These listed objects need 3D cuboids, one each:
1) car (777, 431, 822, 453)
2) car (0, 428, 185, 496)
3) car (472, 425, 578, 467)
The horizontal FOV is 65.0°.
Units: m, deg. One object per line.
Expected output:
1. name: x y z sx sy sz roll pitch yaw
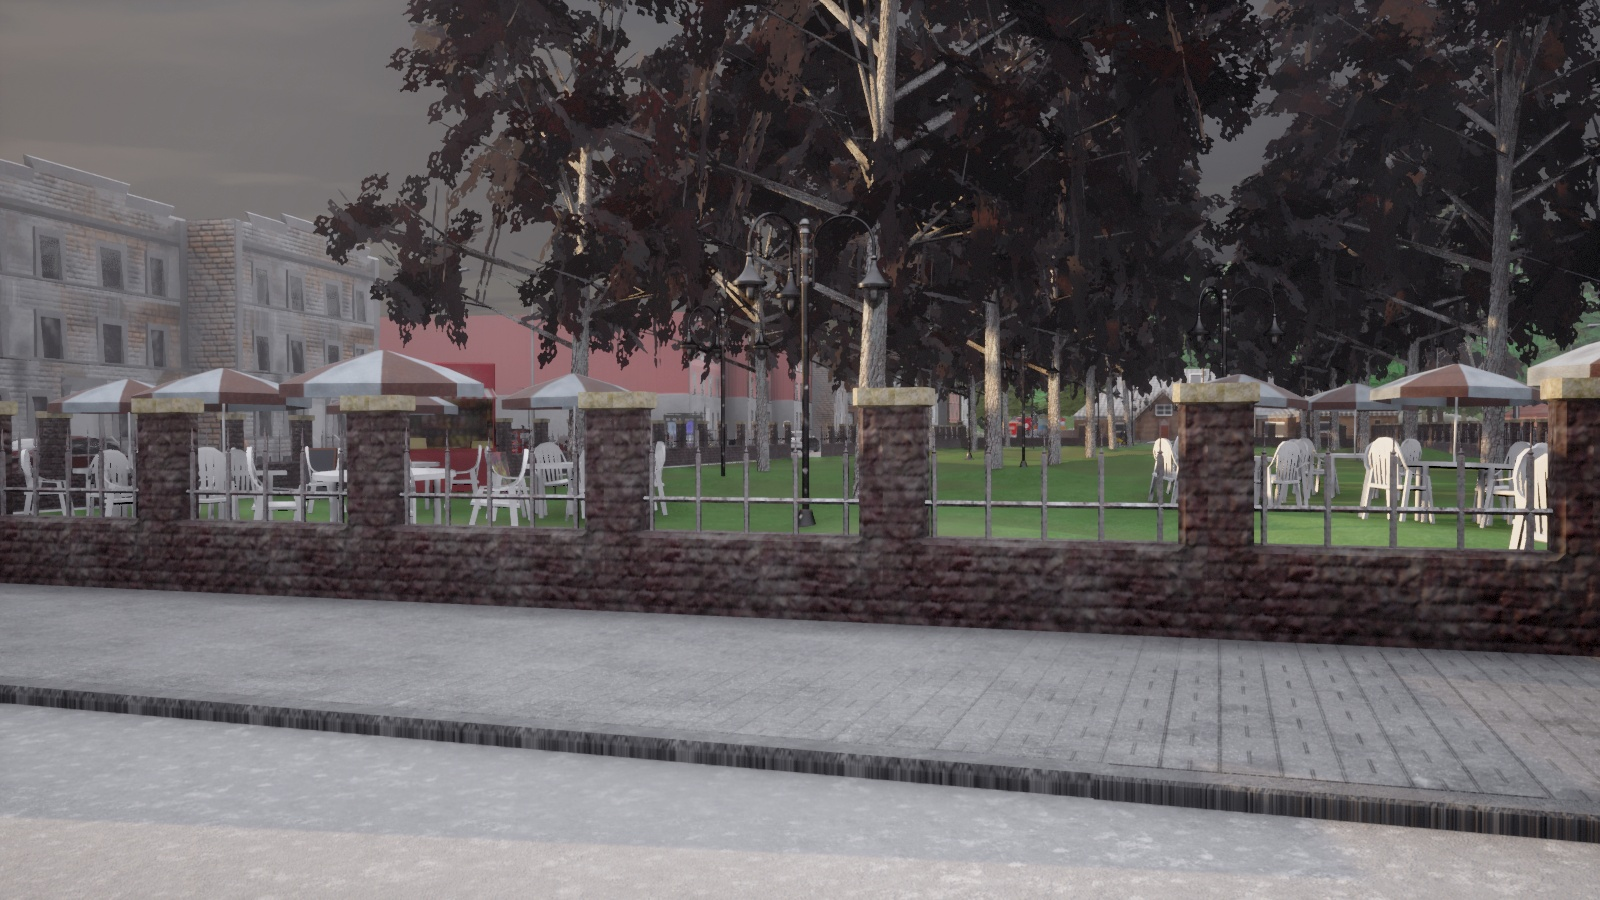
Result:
1. car: -0.002 -0.583 85.850 1.970 1.475 3.806 1 1 19
2. car: -18.116 0.233 31.446 1.882 1.535 5.008 1 1 19
3. car: -11.294 -0.204 51.971 2.242 1.667 4.611 1 1 18
